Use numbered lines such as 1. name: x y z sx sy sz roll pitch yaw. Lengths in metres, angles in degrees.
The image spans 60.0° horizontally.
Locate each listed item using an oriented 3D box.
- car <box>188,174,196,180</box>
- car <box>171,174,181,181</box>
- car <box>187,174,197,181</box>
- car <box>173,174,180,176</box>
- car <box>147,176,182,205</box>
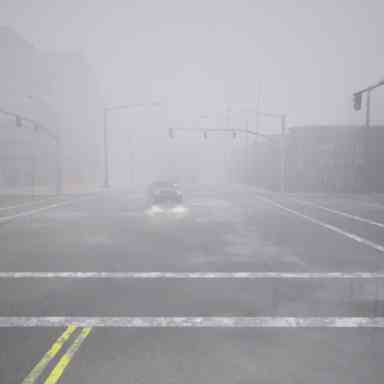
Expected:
1. car: 0.006 -3.732 80.757 2.033 1.411 5.357 0 4 0
2. car: -3.495 -3.270 74.027 1.837 1.490 4.892 0 4 0
3. car: 0.005 -3.002 70.931 1.994 1.385 4.181 0 4 0
4. car: -3.574 -2.121 58.229 1.994 1.385 4.181 0 4 0
5. car: -2.153 -0.082 25.101 2.097 1.767 4.553 -1 4 -15
